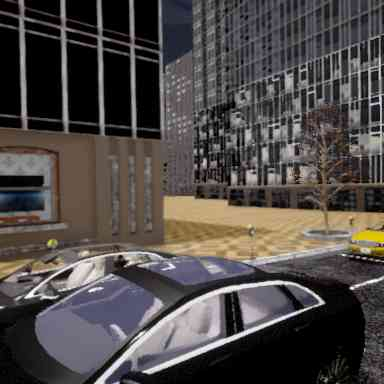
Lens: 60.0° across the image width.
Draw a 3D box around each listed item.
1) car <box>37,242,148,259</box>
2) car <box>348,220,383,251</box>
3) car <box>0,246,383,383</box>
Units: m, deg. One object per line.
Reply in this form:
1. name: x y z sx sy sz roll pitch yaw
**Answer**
1. car: -1.750 1.549 5.290 4.403 1.369 2.008 0 -1 -35
2. car: 7.389 1.506 11.808 4.829 1.417 1.752 0 -1 -35
3. car: -0.258 1.489 3.190 4.902 1.511 2.128 0 0 -35
